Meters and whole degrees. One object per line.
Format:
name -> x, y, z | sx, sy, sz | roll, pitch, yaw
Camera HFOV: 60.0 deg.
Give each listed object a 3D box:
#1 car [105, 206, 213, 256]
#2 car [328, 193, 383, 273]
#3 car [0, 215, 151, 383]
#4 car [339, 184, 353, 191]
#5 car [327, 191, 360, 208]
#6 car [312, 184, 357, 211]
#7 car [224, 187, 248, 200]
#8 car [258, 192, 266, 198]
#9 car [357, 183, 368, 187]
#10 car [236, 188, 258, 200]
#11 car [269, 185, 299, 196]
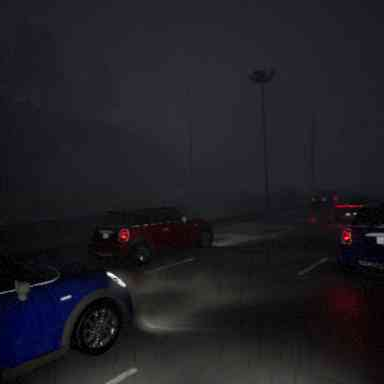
car -> -1.235, 1.261, 11.647 | 2.097, 1.767, 4.553 | -2, 1, 40
car -> 5.533, 0.996, 8.833 | 2.097, 1.767, 4.553 | -2, 1, 40
car -> -2.965, 1.429, 4.146 | 2.097, 1.767, 4.553 | -2, 1, 40
car -> 36.608, -1.114, 79.061 | 1.882, 1.535, 5.008 | -2, 1, 40
car -> 9.751, 0.834, 19.344 | 1.837, 1.490, 4.892 | -2, 1, 40
car -> 11.307, 0.523, 26.684 | 2.097, 1.767, 4.553 | -2, 1, 40
car -> 7.481, 0.213, 55.141 | 2.150, 2.045, 5.566 | -2, 1, 40
car -> 12.292, 0.443, 49.988 | 1.895, 1.301, 4.718 | -2, 1, 40
car -> 39.141, -1.316, 76.641 | 2.097, 1.767, 4.553 | -2, 1, 40
car -> 9.292, 0.553, 51.843 | 1.895, 1.301, 4.718 | -2, 1, 40
car -> 12.613, 0.111, 44.940 | 2.150, 2.045, 5.566 | -2, 1, 40
